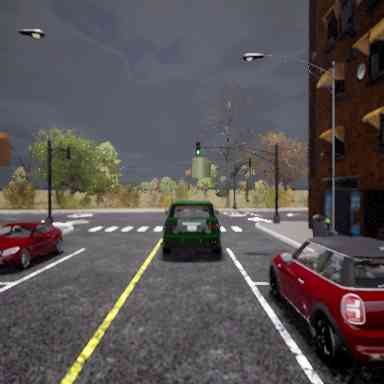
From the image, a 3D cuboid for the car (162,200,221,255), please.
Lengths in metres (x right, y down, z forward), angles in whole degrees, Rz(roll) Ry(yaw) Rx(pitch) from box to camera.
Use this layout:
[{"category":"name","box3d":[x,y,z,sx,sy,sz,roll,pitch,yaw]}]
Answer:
[{"category":"car","box3d":[-0.003,1.346,14.021,2.150,2.045,5.566,0,0,0]}]

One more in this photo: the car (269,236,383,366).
[{"category":"car","box3d":[2.672,1.496,5.932,1.967,1.590,4.097,-1,-1,0]}]

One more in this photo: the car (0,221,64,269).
[{"category":"car","box3d":[-5.803,1.688,11.398,1.802,1.307,4.206,-1,-1,0]}]
